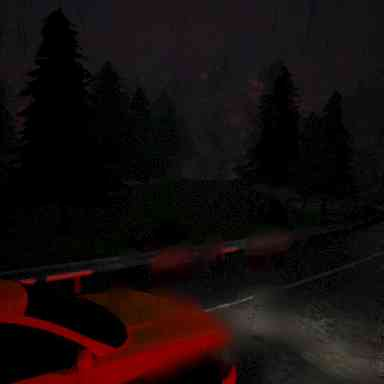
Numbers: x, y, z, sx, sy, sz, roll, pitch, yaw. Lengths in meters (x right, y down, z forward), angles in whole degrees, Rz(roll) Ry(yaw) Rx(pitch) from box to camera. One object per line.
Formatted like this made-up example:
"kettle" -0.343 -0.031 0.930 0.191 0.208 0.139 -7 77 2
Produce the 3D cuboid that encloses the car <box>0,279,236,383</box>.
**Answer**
"car" -1.845 1.484 2.635 5.008 1.535 1.882 0 0 -36
